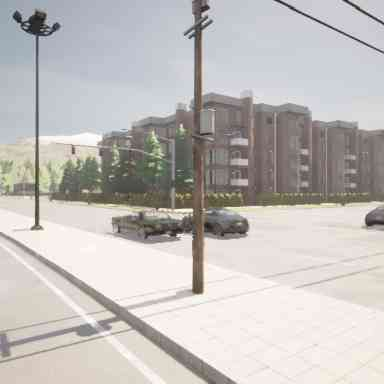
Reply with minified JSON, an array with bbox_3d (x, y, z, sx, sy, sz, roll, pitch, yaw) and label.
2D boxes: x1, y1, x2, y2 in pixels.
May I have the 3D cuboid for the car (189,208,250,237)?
[{"bbox_3d":[1.172,1.564,18.242,1.994,1.385,4.181,0,0,-37],"label":"car"}]

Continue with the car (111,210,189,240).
[{"bbox_3d":[-2.442,1.601,17.221,1.895,1.301,4.718,0,0,-37],"label":"car"}]

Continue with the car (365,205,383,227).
[{"bbox_3d":[13.115,1.564,21.834,4.181,1.385,1.994,0,0,-41],"label":"car"}]
